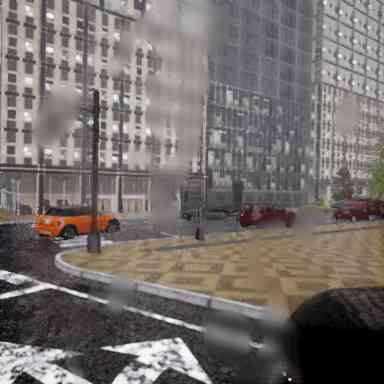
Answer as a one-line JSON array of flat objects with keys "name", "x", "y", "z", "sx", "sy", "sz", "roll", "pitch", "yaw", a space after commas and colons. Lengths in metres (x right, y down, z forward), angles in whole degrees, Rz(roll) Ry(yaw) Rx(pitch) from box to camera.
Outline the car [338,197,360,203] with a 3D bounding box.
[{"name": "car", "x": 21.066, "y": 1.602, "z": 41.263, "sx": 5.566, "sy": 2.045, "sz": 2.150, "roll": 1, "pitch": 1, "yaw": -34}]

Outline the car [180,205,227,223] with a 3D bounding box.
[{"name": "car", "x": 1.134, "y": 1.751, "z": 27.678, "sx": 4.181, "sy": 1.385, "sz": 1.994, "roll": 1, "pitch": 1, "yaw": -34}]

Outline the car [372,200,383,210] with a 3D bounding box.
[{"name": "car", "x": 28.983, "y": 1.970, "z": 49.725, "sx": 4.313, "sy": 1.339, "sz": 1.947, "roll": 1, "pitch": 1, "yaw": -34}]

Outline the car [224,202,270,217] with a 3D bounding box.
[{"name": "car", "x": 5.593, "y": 1.731, "z": 33.715, "sx": 4.403, "sy": 1.369, "sz": 2.008, "roll": 1, "pitch": 1, "yaw": -34}]

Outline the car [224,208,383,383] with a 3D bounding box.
[{"name": "car", "x": 3.073, "y": 1.217, "z": 1.500, "sx": 5.566, "sy": 2.045, "sz": 2.150, "roll": -1, "pitch": 0, "yaw": 35}]

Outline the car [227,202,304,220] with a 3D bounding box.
[{"name": "car", "x": 5.369, "y": 1.653, "z": 24.007, "sx": 5.009, "sy": 1.841, "sz": 2.192, "roll": 1, "pitch": 1, "yaw": -34}]

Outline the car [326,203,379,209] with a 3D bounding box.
[{"name": "car", "x": 14.720, "y": 1.972, "z": 30.415, "sx": 4.507, "sy": 1.381, "sz": 1.887, "roll": 1, "pitch": 1, "yaw": -34}]

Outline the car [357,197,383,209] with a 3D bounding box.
[{"name": "car", "x": 19.403, "y": 1.787, "z": 33.613, "sx": 5.009, "sy": 1.841, "sz": 2.192, "roll": 1, "pitch": 1, "yaw": -34}]

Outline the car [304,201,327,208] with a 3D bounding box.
[{"name": "car", "x": 14.809, "y": 1.793, "z": 40.022, "sx": 4.829, "sy": 1.417, "sz": 1.752, "roll": 1, "pitch": 1, "yaw": -34}]

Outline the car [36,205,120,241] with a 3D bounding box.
[{"name": "car", "x": -6.177, "y": 1.540, "z": 18.653, "sx": 2.097, "sy": 1.767, "sz": 4.553, "roll": 2, "pitch": 2, "yaw": 31}]
